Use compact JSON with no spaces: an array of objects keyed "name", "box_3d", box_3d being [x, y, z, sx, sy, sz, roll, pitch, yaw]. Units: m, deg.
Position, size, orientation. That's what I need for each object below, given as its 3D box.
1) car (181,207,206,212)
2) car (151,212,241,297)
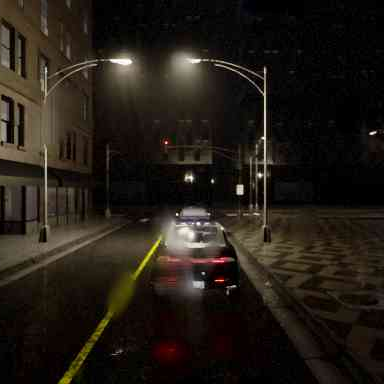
[{"name":"car","box_3d":[0.088,1.547,18.644,2.033,1.411,5.357,0,0,-2]},{"name":"car","box_3d":[0.085,1.491,8.532,2.128,1.511,4.902,0,0,0]}]
